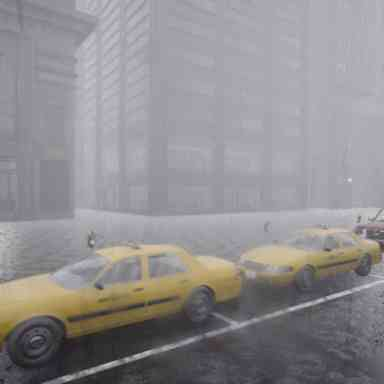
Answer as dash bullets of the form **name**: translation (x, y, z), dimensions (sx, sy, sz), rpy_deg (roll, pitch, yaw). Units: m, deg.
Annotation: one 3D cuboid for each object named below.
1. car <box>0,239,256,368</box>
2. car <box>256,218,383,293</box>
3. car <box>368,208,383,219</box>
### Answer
- **car**: translation (-1.282, 1.542, 5.736), dimensions (4.829, 1.417, 1.752), rpy_deg (1, 0, -35)
- **car**: translation (3.310, 1.585, 9.011), dimensions (4.829, 1.417, 1.752), rpy_deg (1, 0, -35)
- **car**: translation (8.042, 1.421, 12.386), dimensions (5.009, 1.841, 2.192), rpy_deg (1, -1, -35)
